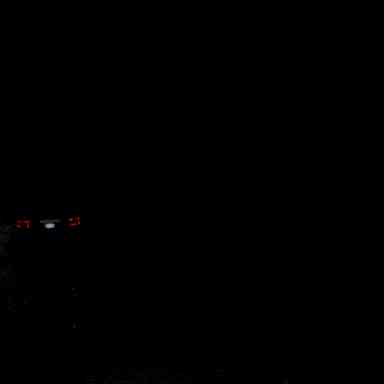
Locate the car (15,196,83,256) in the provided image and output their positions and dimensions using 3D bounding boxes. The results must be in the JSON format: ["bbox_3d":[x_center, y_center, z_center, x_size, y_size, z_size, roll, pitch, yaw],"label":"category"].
[{"bbox_3d":[-5.700,1.191,13.355,2.150,2.045,5.566,-1,1,-23],"label":"car"}]

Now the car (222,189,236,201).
[{"bbox_3d":[7.033,0.492,61.202,2.150,2.045,5.566,-2,1,19],"label":"car"}]
